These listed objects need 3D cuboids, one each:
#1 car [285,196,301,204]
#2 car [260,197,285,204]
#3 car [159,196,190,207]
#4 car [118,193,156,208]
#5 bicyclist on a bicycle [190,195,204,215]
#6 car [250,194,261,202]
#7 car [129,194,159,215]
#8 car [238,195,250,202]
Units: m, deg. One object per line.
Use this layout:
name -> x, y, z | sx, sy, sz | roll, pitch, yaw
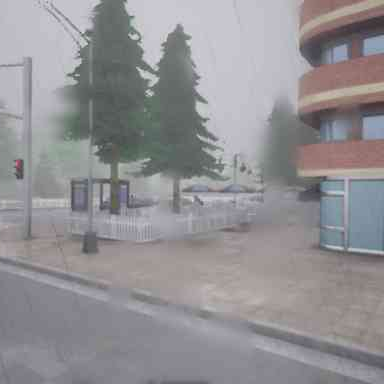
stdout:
car -> 16.332, 1.328, 48.233 | 4.674, 1.442, 1.812 | 0, 0, -23
car -> 13.333, 1.366, 50.772 | 4.718, 1.301, 1.895 | 0, 0, -26
car -> -2.551, 1.230, 43.237 | 2.033, 1.411, 5.357 | 1, 0, 40
car -> -7.031, 1.002, 42.979 | 2.097, 1.767, 4.553 | 1, 0, 40
bicyclist on a bicycle -> 0.401, 1.096, 27.335 | 1.656, 1.620, 0.582 | 0, 0, 36
car -> 12.424, 1.393, 54.540 | 4.718, 1.301, 1.895 | 0, 0, -24
car -> -5.243, 1.101, 27.689 | 2.097, 1.767, 4.553 | 1, 0, 36
car -> 10.215, 1.182, 57.332 | 5.008, 1.535, 1.882 | 1, 0, -26
